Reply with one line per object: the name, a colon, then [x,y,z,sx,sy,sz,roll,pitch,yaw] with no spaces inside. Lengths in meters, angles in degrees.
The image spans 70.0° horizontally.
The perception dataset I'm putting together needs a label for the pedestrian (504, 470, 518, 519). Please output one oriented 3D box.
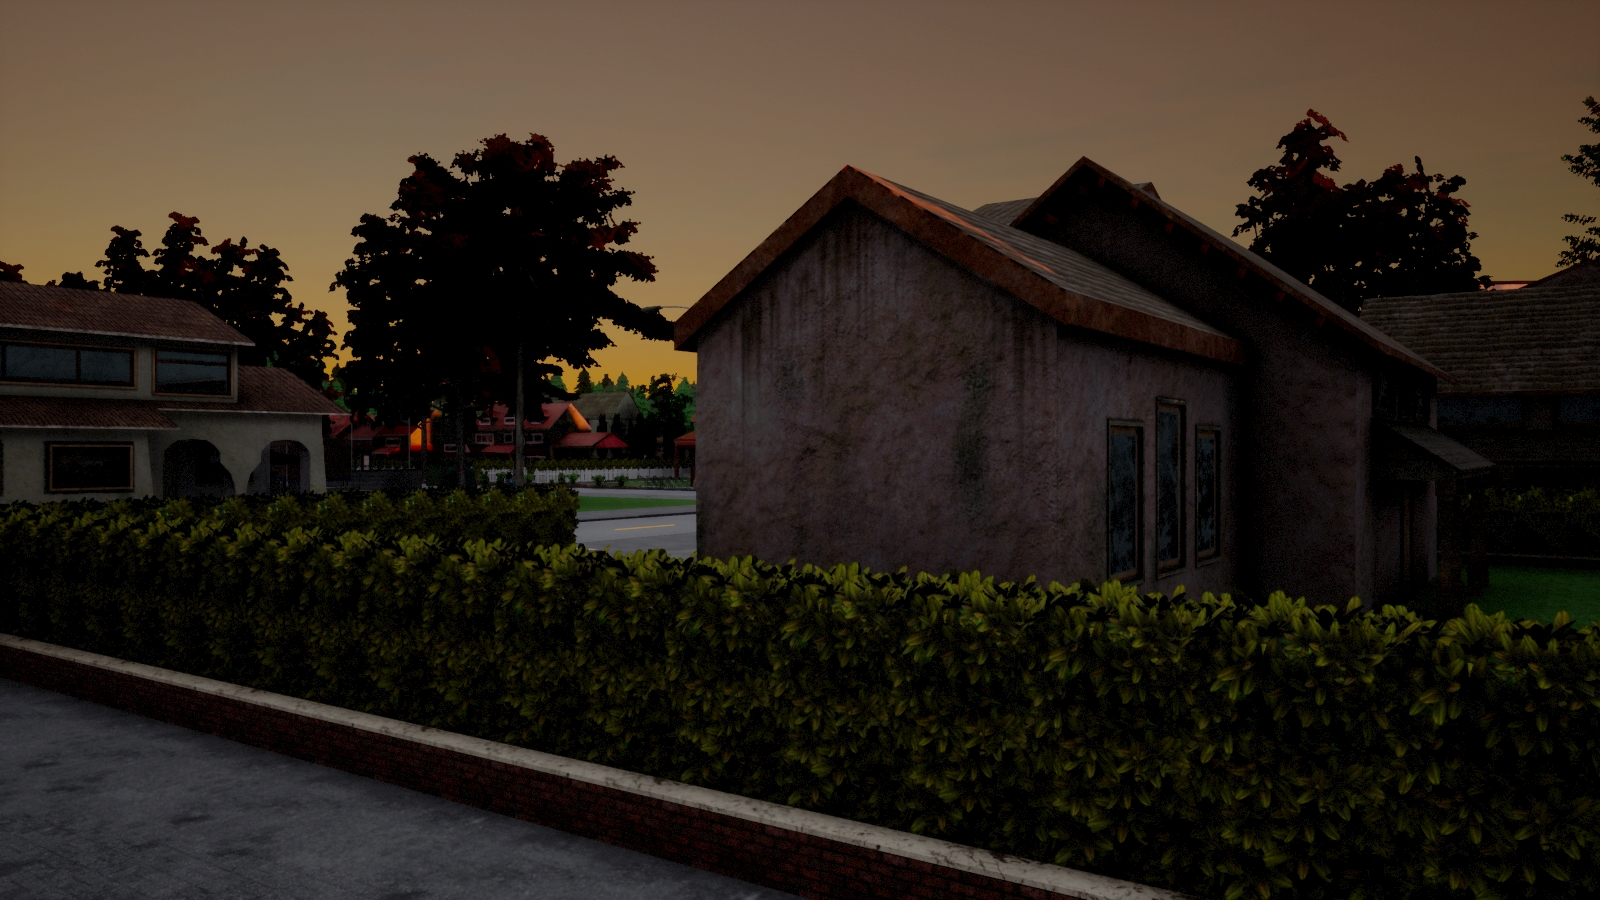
pedestrian: [-11.279,1.733,44.614,0.375,1.860,0.375,0,0,37]
